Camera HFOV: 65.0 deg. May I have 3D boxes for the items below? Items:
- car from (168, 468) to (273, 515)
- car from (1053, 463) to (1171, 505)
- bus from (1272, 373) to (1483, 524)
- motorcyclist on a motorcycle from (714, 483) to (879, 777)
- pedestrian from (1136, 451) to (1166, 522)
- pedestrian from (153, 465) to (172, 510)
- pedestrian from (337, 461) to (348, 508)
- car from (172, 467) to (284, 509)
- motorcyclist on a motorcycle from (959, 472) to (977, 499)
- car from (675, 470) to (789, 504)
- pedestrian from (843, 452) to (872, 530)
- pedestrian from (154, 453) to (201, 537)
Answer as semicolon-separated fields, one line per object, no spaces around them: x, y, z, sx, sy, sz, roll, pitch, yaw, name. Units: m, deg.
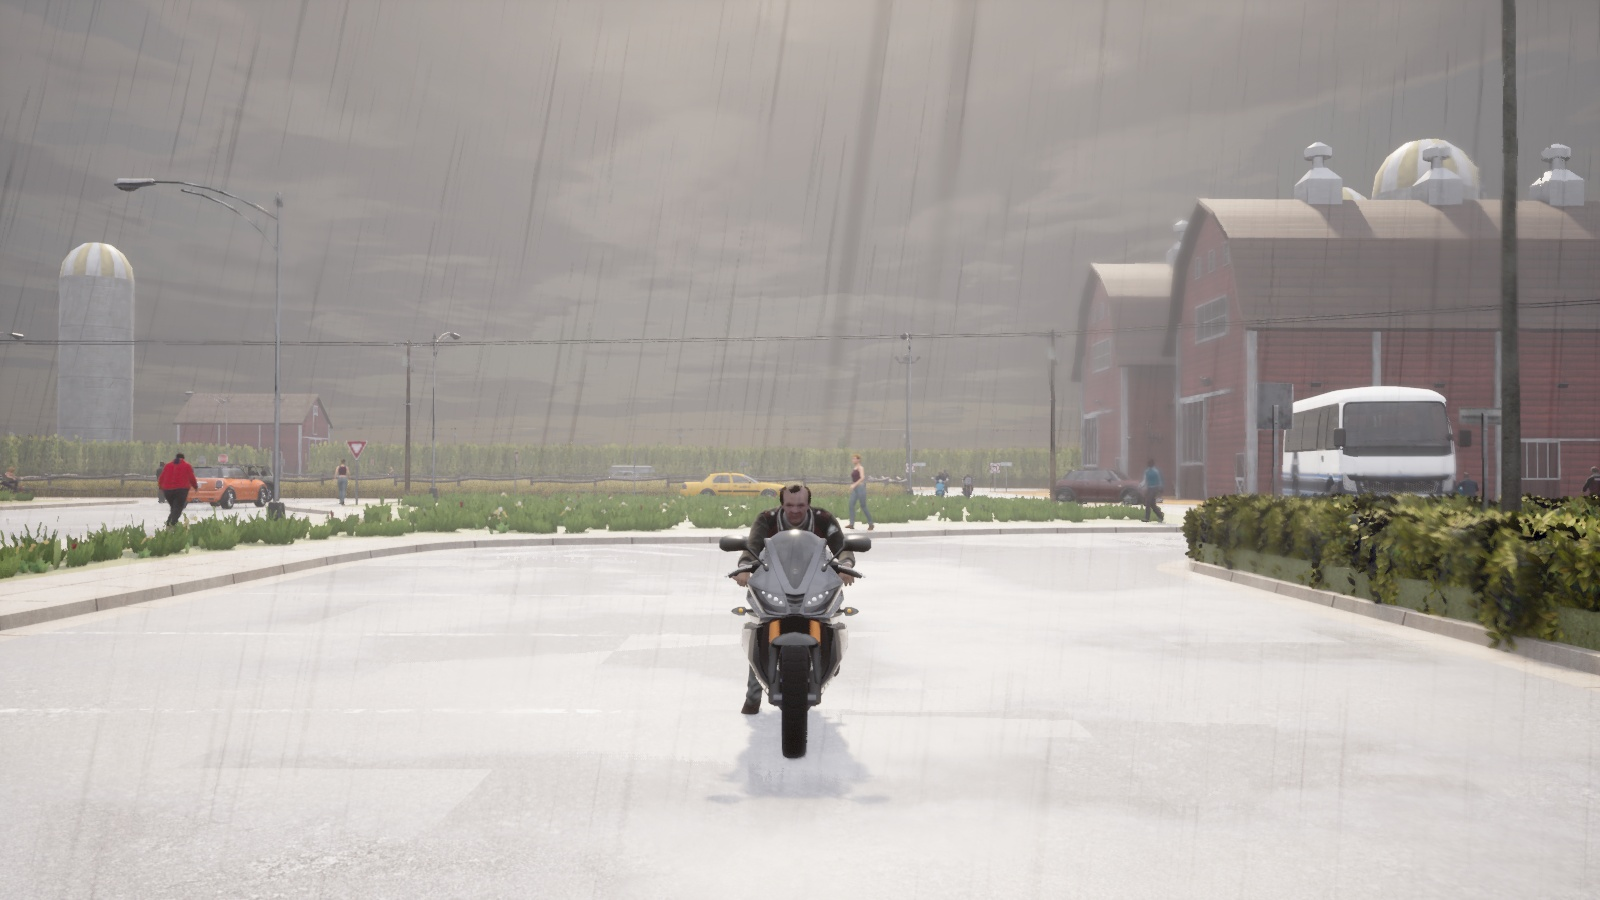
-22.878;1.599;49.820;2.097;1.767;4.553;0;-1;-1;car
13.617;1.492;54.900;4.553;1.767;2.097;-1;-1;36;car
18.362;0.039;40.920;3.944;4.253;10.273;-1;-1;11;bus
-0.023;0.979;7.742;0.866;1.530;2.191;0;-1;0;motorcyclist on a motorcycle
9.631;1.009;34.478;0.692;1.930;0.396;0;-1;-31;pedestrian
-27.780;1.637;54.716;0.666;1.930;0.402;-1;-1;21;pedestrian
-18.011;1.371;49.471;0.345;1.836;0.594;0;-1;-13;pedestrian
-26.015;1.695;57.296;1.932;1.855;4.605;-1;-1;20;car
9.722;2.026;72.574;0.866;1.530;2.191;-1;-1;3;motorcyclist on a motorcycle
-3.219;1.778;60.367;5.366;1.575;1.801;0;-1;0;car
1.358;0.963;29.745;0.594;1.836;0.345;0;-1;-29;pedestrian
-13.834;0.993;27.920;0.634;1.844;0.899;0;-1;-3;pedestrian
